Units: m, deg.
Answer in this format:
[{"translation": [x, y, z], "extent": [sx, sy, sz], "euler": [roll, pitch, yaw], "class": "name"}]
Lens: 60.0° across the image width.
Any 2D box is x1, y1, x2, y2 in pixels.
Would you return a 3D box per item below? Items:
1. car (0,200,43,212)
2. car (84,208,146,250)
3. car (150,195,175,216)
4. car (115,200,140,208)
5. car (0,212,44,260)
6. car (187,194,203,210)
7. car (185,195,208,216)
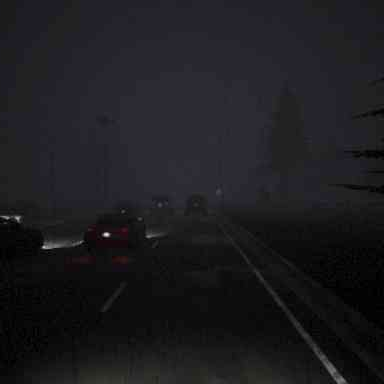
[{"translation": [-18.140, 1.664, 36.201], "extent": [2.033, 1.411, 5.357], "euler": [0, 0, 1], "class": "car"}, {"translation": [-3.252, 1.614, 14.723], "extent": [1.994, 1.385, 4.181], "euler": [0, 0, 1], "class": "car"}, {"translation": [-3.042, 1.344, 34.819], "extent": [2.150, 2.045, 5.566], "euler": [0, 0, 1], "class": "car"}, {"translation": [-6.563, 1.621, 34.062], "extent": [1.837, 1.490, 4.892], "euler": [0, 0, 1], "class": "car"}, {"translation": [-6.782, 1.597, 11.307], "extent": [1.994, 1.385, 4.181], "euler": [0, 0, 0], "class": "car"}, {"translation": [0.409, 1.399, 48.513], "extent": [2.150, 2.045, 5.566], "euler": [0, 0, -1], "class": "car"}, {"translation": [0.445, 1.348, 34.352], "extent": [2.150, 2.045, 5.566], "euler": [0, 0, 0], "class": "car"}]
